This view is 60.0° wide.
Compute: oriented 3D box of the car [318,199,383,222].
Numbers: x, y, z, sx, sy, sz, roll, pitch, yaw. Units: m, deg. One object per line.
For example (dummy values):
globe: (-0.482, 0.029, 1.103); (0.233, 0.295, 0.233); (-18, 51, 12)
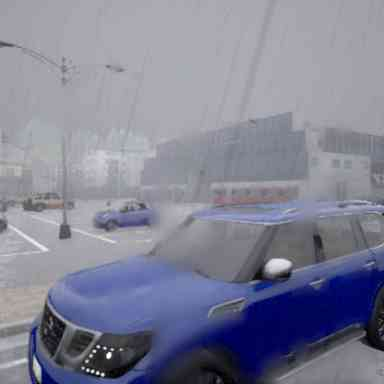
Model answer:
car: (12.219, 1.317, 25.440); (1.812, 1.442, 4.674); (0, 0, -30)

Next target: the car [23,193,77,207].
car: (-14.156, 1.035, 33.741); (4.605, 1.855, 1.932); (-1, 0, -35)

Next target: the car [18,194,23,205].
car: (-16.158, 1.017, 35.886); (3.866, 1.878, 1.905); (-1, 0, -35)

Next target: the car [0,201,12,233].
car: (-11.411, 1.382, 16.623); (3.806, 1.475, 1.970); (-1, 0, -35)

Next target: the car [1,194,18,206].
car: (-23.487, 1.093, 46.374); (5.027, 1.636, 2.152); (-1, 0, -35)

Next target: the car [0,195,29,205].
car: (-27.427, 1.173, 51.449); (3.806, 1.475, 1.970); (-1, 0, -35)

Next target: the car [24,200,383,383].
car: (0.872, 1.194, 4.568); (5.566, 2.045, 2.150); (-1, 1, -35)
